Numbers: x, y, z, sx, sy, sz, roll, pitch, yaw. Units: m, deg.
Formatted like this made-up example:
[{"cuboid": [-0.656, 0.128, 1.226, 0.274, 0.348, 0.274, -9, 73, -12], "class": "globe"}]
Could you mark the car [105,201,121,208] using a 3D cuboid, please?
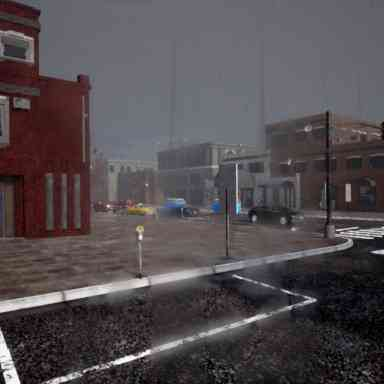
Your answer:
[{"cuboid": [-15.968, 2.432, 67.102, 1.802, 1.307, 4.206, -2, 0, -36], "class": "car"}]

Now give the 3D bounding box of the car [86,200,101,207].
[{"cuboid": [-22.640, 2.594, 76.246, 1.802, 1.307, 4.206, -2, 0, -36], "class": "car"}]

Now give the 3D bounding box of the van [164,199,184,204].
[{"cuboid": [-2.631, 1.868, 48.814, 1.690, 1.788, 3.998, -2, 0, -36], "class": "van"}]

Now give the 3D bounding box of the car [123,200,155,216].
[{"cuboid": [-5.958, 2.047, 39.221, 1.752, 1.417, 4.829, -2, 0, -36], "class": "car"}]

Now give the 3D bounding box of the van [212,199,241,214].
[{"cuboid": [4.040, 1.707, 39.672, 1.690, 1.788, 3.998, -2, 0, -36], "class": "van"}]

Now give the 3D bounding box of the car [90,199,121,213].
[{"cuboid": [-12.735, 2.000, 48.501, 2.192, 1.841, 5.009, -2, 0, -36], "class": "car"}]

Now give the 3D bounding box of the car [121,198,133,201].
[{"cuboid": [-12.640, 2.084, 62.530, 2.192, 1.841, 5.009, -2, 0, -36], "class": "car"}]

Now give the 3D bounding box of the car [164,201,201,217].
[{"cuboid": [-0.840, 1.987, 36.567, 1.994, 1.385, 4.181, -1, 0, -36], "class": "car"}]

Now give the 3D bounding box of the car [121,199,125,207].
[{"cuboid": [-13.103, 2.231, 53.527, 1.837, 1.490, 4.892, -1, -1, -36], "class": "car"}]

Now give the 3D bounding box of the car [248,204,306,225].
[{"cuboid": [6.608, 1.749, 26.352, 1.837, 1.490, 4.892, -1, 0, -36], "class": "car"}]
